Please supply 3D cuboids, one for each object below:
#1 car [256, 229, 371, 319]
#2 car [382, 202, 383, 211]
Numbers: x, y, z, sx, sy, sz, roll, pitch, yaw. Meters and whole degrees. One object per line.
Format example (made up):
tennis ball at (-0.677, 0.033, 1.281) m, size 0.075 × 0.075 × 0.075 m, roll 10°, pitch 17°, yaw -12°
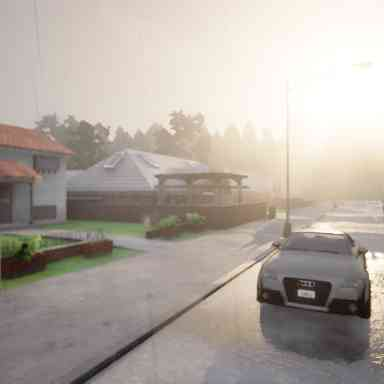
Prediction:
car at (2.858, 1.561, 7.476) m, size 1.994 × 1.385 × 4.181 m, roll 0°, pitch 0°, yaw 27°
car at (22.558, 1.484, 37.271) m, size 1.837 × 1.490 × 4.892 m, roll 0°, pitch 0°, yaw 27°
